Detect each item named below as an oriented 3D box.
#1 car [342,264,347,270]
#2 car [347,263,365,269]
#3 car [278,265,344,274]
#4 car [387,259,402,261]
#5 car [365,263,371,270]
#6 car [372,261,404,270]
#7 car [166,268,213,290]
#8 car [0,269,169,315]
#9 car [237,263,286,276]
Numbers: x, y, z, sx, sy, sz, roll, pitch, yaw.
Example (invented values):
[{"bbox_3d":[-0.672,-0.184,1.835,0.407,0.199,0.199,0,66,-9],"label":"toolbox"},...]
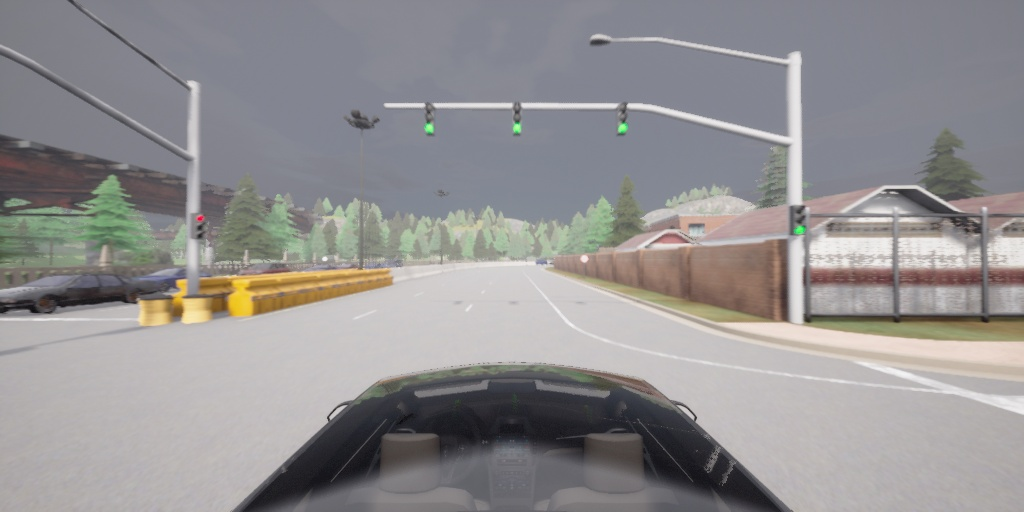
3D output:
[{"bbox_3d":[-17.568,1.560,33.337,1.812,1.442,4.674,0,0,0],"label":"car"},{"bbox_3d":[-21.016,1.673,45.911,1.812,1.442,4.674,0,-1,1],"label":"car"},{"bbox_3d":[-14.088,1.528,25.459,1.994,1.385,4.181,0,0,0],"label":"car"},{"bbox_3d":[-17.494,1.525,52.558,2.150,2.045,5.566,0,-1,0],"label":"car"},{"bbox_3d":[-20.994,1.752,54.623,1.812,1.442,4.674,0,-1,0],"label":"car"},{"bbox_3d":[-14.065,1.602,41.809,2.128,1.511,4.902,0,-1,0],"label":"car"},{"bbox_3d":[-21.085,1.462,22.401,1.812,1.442,4.674,0,-1,0],"label":"car"},{"bbox_3d":[-17.596,1.413,14.517,2.033,1.411,5.357,0,-1,0],"label":"car"},{"bbox_3d":[-20.997,1.364,30.557,2.097,1.767,4.553,0,-1,0],"label":"car"}]
